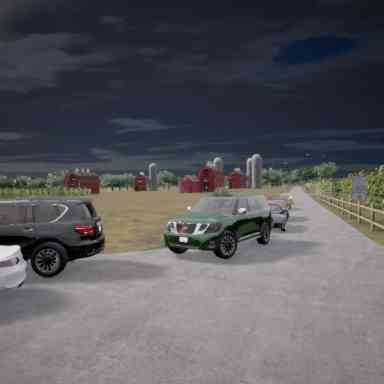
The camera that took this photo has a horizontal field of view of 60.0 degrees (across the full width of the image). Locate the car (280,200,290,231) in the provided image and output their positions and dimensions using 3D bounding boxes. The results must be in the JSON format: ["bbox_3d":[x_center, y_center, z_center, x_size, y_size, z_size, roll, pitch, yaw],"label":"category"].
[{"bbox_3d":[4.376,1.386,19.032,1.994,1.385,4.181,0,0,17],"label":"car"}]

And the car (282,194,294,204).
[{"bbox_3d":[9.628,1.159,35.565,1.837,1.490,4.892,0,0,18],"label":"car"}]

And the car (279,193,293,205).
[{"bbox_3d":[13.971,0.983,49.306,1.882,1.535,5.008,0,0,18],"label":"car"}]

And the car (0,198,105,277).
[{"bbox_3d":[-5.385,1.231,9.616,5.566,2.045,2.150,-1,1,-4],"label":"car"}]

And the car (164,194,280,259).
[{"bbox_3d":[1.271,1.112,12.702,2.150,2.045,5.566,0,0,34],"label":"car"}]

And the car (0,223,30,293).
[{"bbox_3d":[-5.771,1.614,6.342,4.674,1.442,1.812,-2,1,-27],"label":"car"}]

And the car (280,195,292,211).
[{"bbox_3d":[6.215,1.243,24.770,1.882,1.535,5.008,0,0,17],"label":"car"}]
